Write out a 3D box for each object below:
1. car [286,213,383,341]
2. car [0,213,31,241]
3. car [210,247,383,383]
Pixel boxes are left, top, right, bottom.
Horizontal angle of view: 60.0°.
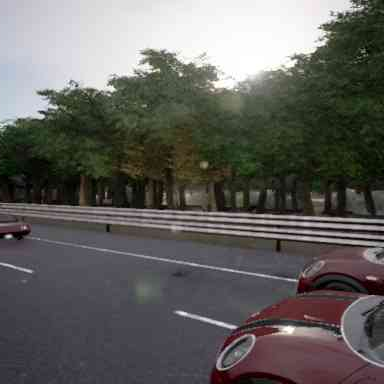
[{"bbox_3d":[4.114,1.358,5.402,4.553,1.767,2.097,0,0,35],"label":"car"},{"bbox_3d":[-9.620,1.614,15.671,4.718,1.301,1.895,0,0,38],"label":"car"},{"bbox_3d":[2.354,1.355,2.359,4.553,1.767,2.097,0,0,35],"label":"car"}]
